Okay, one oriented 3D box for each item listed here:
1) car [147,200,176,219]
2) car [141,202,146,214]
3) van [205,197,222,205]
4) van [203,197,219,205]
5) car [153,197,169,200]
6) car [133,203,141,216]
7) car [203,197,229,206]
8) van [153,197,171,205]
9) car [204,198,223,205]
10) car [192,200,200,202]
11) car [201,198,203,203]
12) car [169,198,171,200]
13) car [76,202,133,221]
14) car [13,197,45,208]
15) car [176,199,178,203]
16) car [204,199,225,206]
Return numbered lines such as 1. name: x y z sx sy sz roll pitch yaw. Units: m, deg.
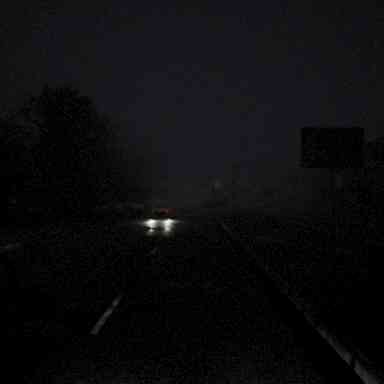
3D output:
1. car: -3.053 1.867 33.849 1.882 1.535 5.008 0 -1 1
2. car: -8.054 1.902 36.898 5.008 1.535 2.097 0 -1 1
3. van: 5.592 2.402 87.992 4.442 1.987 1.878 0 -1 0
4. van: 5.400 2.520 93.599 4.442 1.987 1.878 0 -1 0
5. car: -7.761 2.272 68.528 5.008 1.535 2.097 0 -1 1
6. car: -8.072 1.866 33.625 4.892 1.521 2.231 0 -1 0
7. car: 5.343 2.317 71.176 4.892 1.521 2.231 0 -1 1
8. van: -7.742 2.338 85.235 4.442 1.987 1.878 0 -1 0
9. car: 5.486 2.443 85.187 4.553 1.767 2.185 0 -1 0
10. car: 0.759 2.637 91.819 1.895 1.301 4.718 0 -1 0
11. car: 5.333 2.109 73.981 5.566 2.045 2.435 0 -1 0
12. car: -7.723 2.356 74.096 5.008 1.535 2.097 0 -1 1
13. car: -8.104 1.867 30.349 4.674 1.452 2.002 0 -1 1
14. car: -26.184 1.594 53.530 4.553 1.767 2.097 1 2 0
15. car: -7.379 2.738 93.583 5.366 1.575 1.946 0 -1 0
16. car: 5.403 2.458 79.580 4.892 1.521 2.231 0 -1 0
